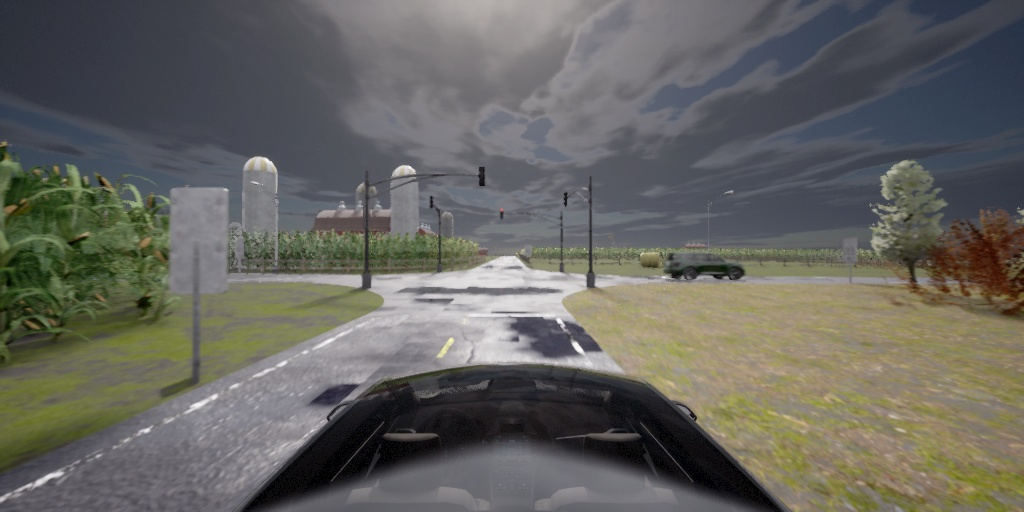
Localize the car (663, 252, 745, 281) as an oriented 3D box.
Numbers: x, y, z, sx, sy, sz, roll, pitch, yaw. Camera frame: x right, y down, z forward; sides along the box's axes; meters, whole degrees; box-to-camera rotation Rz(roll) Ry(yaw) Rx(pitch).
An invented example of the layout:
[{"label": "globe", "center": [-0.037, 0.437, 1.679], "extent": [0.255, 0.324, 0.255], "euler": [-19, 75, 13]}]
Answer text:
[{"label": "car", "center": [14.045, 0.758, 26.405], "extent": [5.566, 2.045, 2.150], "euler": [0, -1, -4]}]
